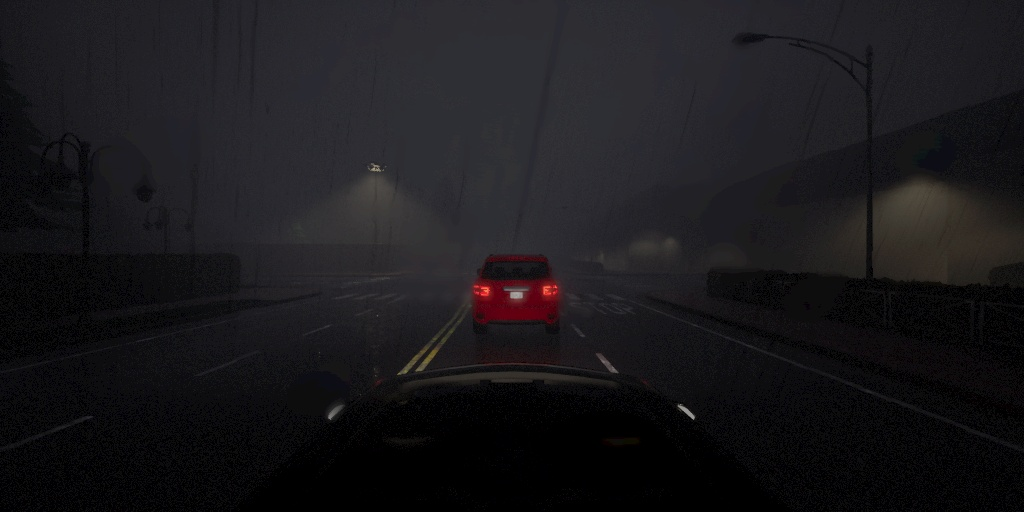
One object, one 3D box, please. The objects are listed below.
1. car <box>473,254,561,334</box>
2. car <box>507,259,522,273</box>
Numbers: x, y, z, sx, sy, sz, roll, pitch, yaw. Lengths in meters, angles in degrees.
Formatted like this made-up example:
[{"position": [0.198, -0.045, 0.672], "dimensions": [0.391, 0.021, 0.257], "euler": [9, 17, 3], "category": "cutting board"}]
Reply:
[{"position": [0.118, 0.971, 10.719], "dimensions": [2.150, 2.045, 5.566], "euler": [0, 0, 0], "category": "car"}, {"position": [0.338, 1.228, 45.572], "dimensions": [1.882, 1.535, 5.008], "euler": [0, 0, 1], "category": "car"}]
